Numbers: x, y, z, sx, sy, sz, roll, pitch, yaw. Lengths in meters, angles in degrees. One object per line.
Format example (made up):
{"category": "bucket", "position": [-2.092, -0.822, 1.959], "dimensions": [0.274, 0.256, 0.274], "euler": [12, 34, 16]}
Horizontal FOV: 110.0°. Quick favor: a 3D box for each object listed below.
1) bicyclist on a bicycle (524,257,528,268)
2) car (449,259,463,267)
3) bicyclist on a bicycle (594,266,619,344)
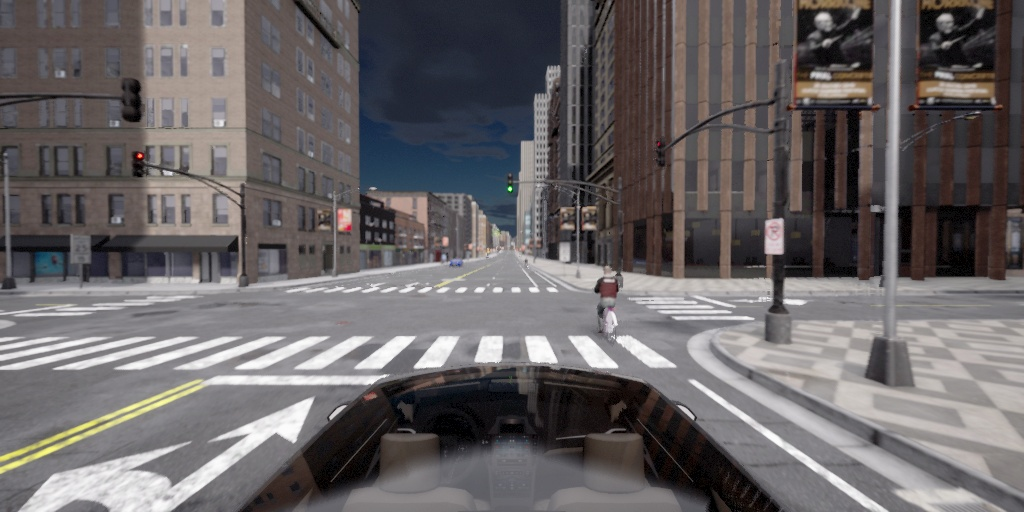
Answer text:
{"category": "bicyclist on a bicycle", "position": [2.243, 1.087, 56.751], "dimensions": [0.659, 1.776, 1.843], "euler": [0, 0, 0]}
{"category": "car", "position": [-9.759, 1.186, 63.159], "dimensions": [1.882, 1.535, 5.008], "euler": [0, 0, 0]}
{"category": "bicyclist on a bicycle", "position": [2.251, 1.117, 8.674], "dimensions": [0.659, 1.776, 1.843], "euler": [0, 0, 0]}
